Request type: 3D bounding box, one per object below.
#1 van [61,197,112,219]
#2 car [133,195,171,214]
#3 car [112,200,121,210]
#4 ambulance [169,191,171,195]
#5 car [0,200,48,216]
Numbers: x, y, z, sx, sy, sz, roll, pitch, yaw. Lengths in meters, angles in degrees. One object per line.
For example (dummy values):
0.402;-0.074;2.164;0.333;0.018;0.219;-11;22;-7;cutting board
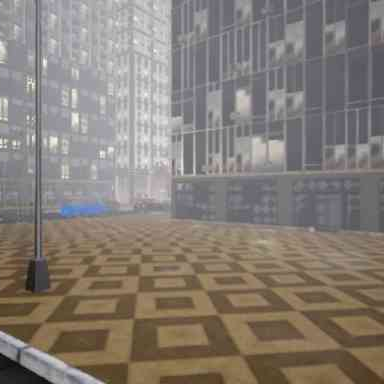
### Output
-9.237;1.342;28.697;1.690;1.788;3.998;0;0;38;van
-4.279;1.446;35.330;1.967;1.590;4.097;0;0;38;car
-10.527;1.572;40.133;1.802;1.307;4.206;0;0;38;car
-1.671;1.032;47.444;2.351;2.431;6.366;0;0;38;ambulance
-16.629;1.508;32.405;1.752;1.417;4.829;0;0;38;car
